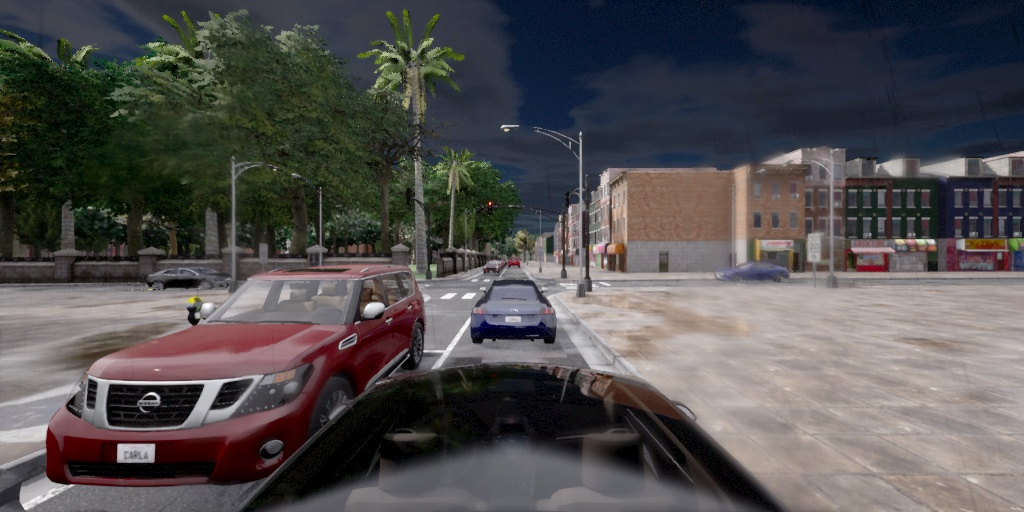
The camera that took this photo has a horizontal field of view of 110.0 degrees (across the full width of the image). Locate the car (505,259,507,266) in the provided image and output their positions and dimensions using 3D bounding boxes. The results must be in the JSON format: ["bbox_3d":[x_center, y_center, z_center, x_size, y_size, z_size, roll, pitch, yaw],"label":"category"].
[{"bbox_3d":[-2.280,1.484,60.240,1.802,1.307,4.207,0,0,0],"label":"car"}]

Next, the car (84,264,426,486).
[{"bbox_3d":[-2.621,1.065,5.029,2.192,1.841,5.009,0,0,0],"label":"car"}]

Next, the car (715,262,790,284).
[{"bbox_3d":[16.932,1.164,25.284,4.674,1.442,1.812,0,0,0],"label":"car"}]

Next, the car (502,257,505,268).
[{"bbox_3d":[-2.349,1.290,48.862,1.967,1.591,4.097,0,0,0],"label":"car"}]

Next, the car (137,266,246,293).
[{"bbox_3d":[-19.972,1.438,22.520,4.902,1.511,2.128,-1,0,0],"label":"car"}]

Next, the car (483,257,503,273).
[{"bbox_3d":[-2.385,1.268,43.175,1.967,1.591,4.097,0,0,0],"label":"car"}]

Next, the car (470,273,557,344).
[{"bbox_3d":[0.045,1.316,9.644,1.994,1.385,4.181,0,0,1],"label":"car"}]
